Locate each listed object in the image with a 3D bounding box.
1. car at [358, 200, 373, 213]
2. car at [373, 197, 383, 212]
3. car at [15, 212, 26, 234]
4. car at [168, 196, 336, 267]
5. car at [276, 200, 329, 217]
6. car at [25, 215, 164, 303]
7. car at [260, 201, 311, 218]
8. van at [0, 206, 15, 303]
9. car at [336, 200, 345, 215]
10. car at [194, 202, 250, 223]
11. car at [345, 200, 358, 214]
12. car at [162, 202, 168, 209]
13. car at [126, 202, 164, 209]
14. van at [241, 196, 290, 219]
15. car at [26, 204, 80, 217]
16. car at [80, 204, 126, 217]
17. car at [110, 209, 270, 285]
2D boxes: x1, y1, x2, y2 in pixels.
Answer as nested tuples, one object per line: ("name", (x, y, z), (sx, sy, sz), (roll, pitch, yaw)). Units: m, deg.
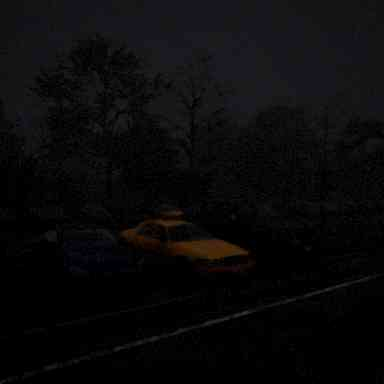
("car", (18.241, 1.738, 39.729), (2.097, 1.535, 5.008), (0, 0, -36))
("car", (20.505, 1.758, 41.333), (2.231, 1.521, 4.892), (0, 0, -36))
("car", (-11.111, 1.509, 18.743), (2.097, 1.535, 5.008), (0, 0, -36))
("car", (1.740, 1.297, 11.811), (2.435, 2.045, 5.566), (0, 0, -36))
("car", (11.474, 1.683, 34.877), (2.097, 1.535, 5.008), (0, 0, -36))
("car", (-2.840, 1.553, 8.574), (2.002, 1.452, 4.674), (0, 0, -36))
("car", (9.213, 1.706, 33.263), (2.002, 1.452, 4.674), (0, 0, -36))
("van", (-5.185, 1.270, 7.038), (1.878, 1.987, 4.442), (0, 0, -36))
("car", (13.730, 1.742, 36.493), (2.002, 1.452, 4.674), (0, 0, -36))
("car", (2.456, 1.643, 28.400), (2.163, 1.488, 4.792), (0, 0, -36))
("car", (15.969, 1.594, 38.136), (2.185, 1.767, 4.553), (0, 0, -36))
("car", (-1.969, 1.576, 25.044), (1.946, 1.575, 5.366), (0, 0, -36))
("car", (-4.352, 1.591, 23.605), (2.163, 1.488, 4.792), (0, 0, -36))
("van", (6.888, 1.422, 31.748), (1.878, 1.987, 4.442), (0, 0, -36))
("car", (-8.853, 1.527, 20.357), (2.097, 1.535, 5.008), (0, 0, -36))
("car", (-6.596, 1.545, 21.972), (2.231, 1.521, 4.892), (0, 0, -36))
("car", (-0.450, 1.528, 10.052), (1.946, 1.575, 5.366), (0, 0, -36))
